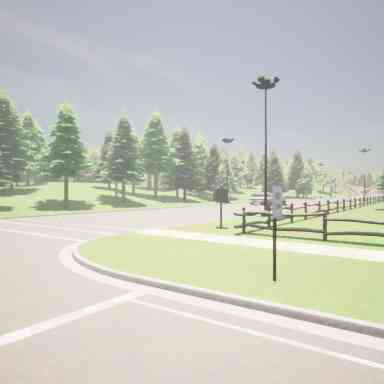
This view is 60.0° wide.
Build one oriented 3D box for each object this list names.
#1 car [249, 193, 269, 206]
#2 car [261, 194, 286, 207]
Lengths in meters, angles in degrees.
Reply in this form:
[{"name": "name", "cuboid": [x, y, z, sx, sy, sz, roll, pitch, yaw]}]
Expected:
[{"name": "car", "cuboid": [11.480, 1.223, 55.302, 2.150, 2.045, 5.566, 0, 0, 35]}, {"name": "car", "cuboid": [12.948, 1.477, 51.342, 1.882, 1.535, 5.008, 0, 0, 36]}]
